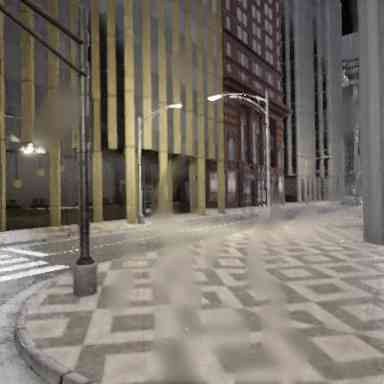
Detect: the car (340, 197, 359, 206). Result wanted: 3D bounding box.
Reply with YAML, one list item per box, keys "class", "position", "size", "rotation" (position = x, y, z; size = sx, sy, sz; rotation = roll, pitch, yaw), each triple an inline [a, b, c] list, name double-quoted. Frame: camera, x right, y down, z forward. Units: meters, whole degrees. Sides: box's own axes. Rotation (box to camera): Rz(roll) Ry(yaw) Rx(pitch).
- class: "car"
  position: [24.348, 1.402, 51.418]
  size: [2.033, 1.411, 5.357]
  rotation: [-1, -1, 36]
